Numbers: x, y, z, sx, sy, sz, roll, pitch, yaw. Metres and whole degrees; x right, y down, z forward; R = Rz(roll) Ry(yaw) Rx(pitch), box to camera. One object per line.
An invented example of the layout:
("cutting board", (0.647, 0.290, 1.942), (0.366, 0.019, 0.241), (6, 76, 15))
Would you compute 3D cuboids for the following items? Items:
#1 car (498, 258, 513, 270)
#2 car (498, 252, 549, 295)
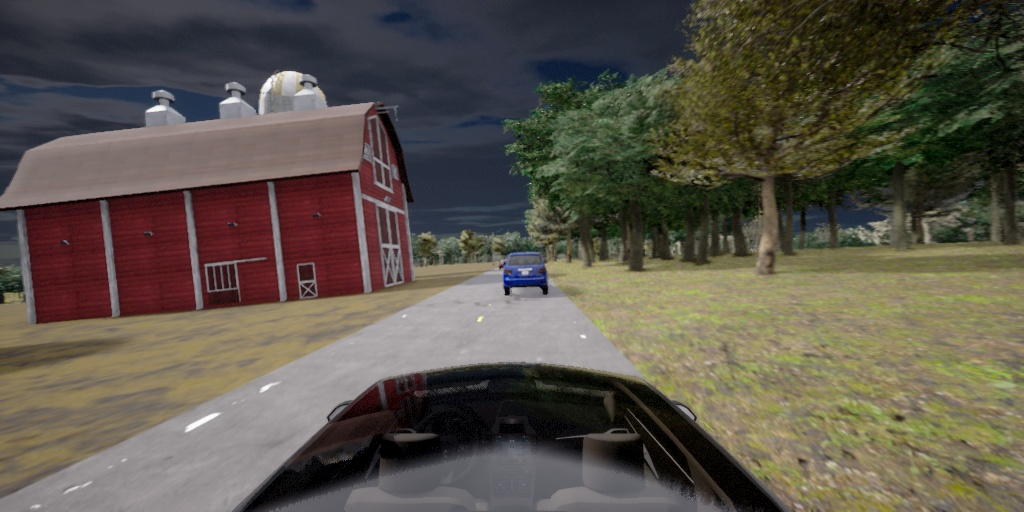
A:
("car", (-0.864, 1.122, 51.187), (1.882, 1.535, 5.008), (-2, 0, 2))
("car", (0.721, 0.817, 18.965), (2.150, 2.045, 5.566), (-2, 1, 3))
